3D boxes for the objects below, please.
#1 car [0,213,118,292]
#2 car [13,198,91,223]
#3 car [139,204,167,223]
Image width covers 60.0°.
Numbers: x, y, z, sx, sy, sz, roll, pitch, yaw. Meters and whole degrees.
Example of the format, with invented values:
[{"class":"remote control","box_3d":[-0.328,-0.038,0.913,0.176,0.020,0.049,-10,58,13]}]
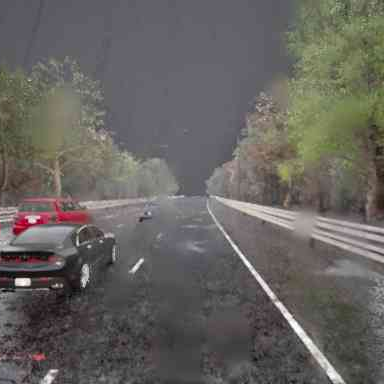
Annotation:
[{"class":"car","box_3d":[-3.363,1.560,9.051,1.837,1.490,4.892,0,0,0]},{"class":"car","box_3d":[-6.804,1.330,16.898,2.150,2.045,5.566,0,0,0]},{"class":"car","box_3d":[-3.164,1.711,27.547,2.033,1.411,5.357,0,0,1]}]
